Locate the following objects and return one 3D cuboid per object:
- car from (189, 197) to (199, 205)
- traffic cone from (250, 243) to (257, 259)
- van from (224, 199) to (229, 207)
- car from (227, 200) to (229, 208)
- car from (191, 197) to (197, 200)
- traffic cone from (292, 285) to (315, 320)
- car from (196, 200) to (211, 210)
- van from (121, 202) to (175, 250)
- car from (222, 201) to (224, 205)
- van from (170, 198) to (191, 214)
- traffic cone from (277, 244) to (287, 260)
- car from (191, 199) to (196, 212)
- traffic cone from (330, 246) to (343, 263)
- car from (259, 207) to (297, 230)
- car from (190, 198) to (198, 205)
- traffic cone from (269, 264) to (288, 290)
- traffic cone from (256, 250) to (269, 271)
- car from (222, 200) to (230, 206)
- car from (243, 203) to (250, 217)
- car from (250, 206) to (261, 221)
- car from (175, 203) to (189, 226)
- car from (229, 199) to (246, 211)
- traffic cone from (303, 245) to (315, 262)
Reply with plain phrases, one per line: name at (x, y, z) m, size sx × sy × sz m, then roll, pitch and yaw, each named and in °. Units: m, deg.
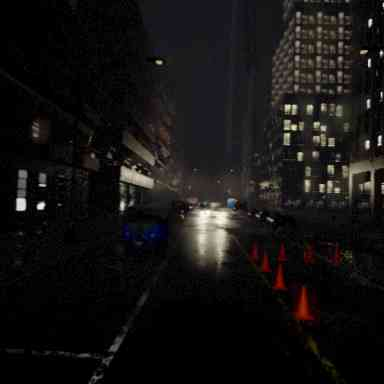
car at (0.477, 2.254, 83.044) m, size 2.192 × 1.841 × 5.009 m, roll 3°, pitch -1°, yaw 2°
traffic cone at (2.373, 2.191, 12.447) m, size 0.340 × 0.580 × 0.340 m, roll 2°, pitch -1°, yaw 2°
van at (8.450, 2.449, 71.237) m, size 1.690 × 1.788 × 3.998 m, roll 3°, pitch -1°, yaw 2°
car at (8.029, 2.523, 59.847) m, size 2.008 × 1.369 × 4.403 m, roll 3°, pitch -1°, yaw 2°
car at (0.077, 2.122, 71.656) m, size 2.192 × 1.841 × 5.009 m, roll 3°, pitch -1°, yaw 2°
traffic cone at (2.163, 2.113, 6.451) m, size 0.340 × 0.580 × 0.340 m, roll 2°, pitch -1°, yaw 2°
car at (2.189, 2.209, 55.960) m, size 2.128 × 1.511 × 4.902 m, roll 2°, pitch -1°, yaw 2°
van at (-1.923, 1.447, 14.705) m, size 1.690 × 1.788 × 3.998 m, roll 3°, pitch -1°, yaw 2°
car at (8.604, 2.739, 76.929) m, size 1.947 × 1.339 × 4.313 m, roll 3°, pitch -1°, yaw 2°
van at (-1.323, 1.666, 31.792) m, size 1.690 × 1.788 × 3.998 m, roll 3°, pitch -1°, yaw 2°
traffic cone at (3.371, 2.227, 12.412) m, size 0.340 × 0.580 × 0.340 m, roll 2°, pitch -1°, yaw 2°
car at (-0.936, 2.017, 43.179) m, size 2.008 × 1.369 × 4.403 m, roll 3°, pitch -1°, yaw 2°
traffic cone at (5.369, 2.300, 12.341) m, size 0.340 × 0.580 × 0.340 m, roll 2°, pitch -1°, yaw 2°
car at (6.831, 2.104, 25.682) m, size 2.008 × 1.369 × 4.403 m, roll 3°, pitch -1°, yaw 2°
car at (0.670, 2.444, 88.739) m, size 1.967 × 1.590 × 4.097 m, roll 3°, pitch -1°, yaw 2°
traffic cone at (2.233, 2.139, 8.450) m, size 0.340 × 0.580 × 0.340 m, roll 2°, pitch -1°, yaw 2°
traffic cone at (2.303, 2.165, 10.449) m, size 0.340 × 0.580 × 0.340 m, roll 2°, pitch -1°, yaw 2°
car at (8.994, 2.886, 88.317) m, size 1.802 × 1.307 × 4.206 m, roll 3°, pitch -1°, yaw 2°
car at (7.231, 2.242, 37.070) m, size 1.887 × 1.381 × 4.507 m, roll 3°, pitch -1°, yaw 2°
car at (7.030, 2.177, 31.375) m, size 2.008 × 1.369 × 4.403 m, roll 3°, pitch -1°, yaw 2°
car at (-1.536, 1.819, 26.096) m, size 1.947 × 1.339 × 4.313 m, roll 3°, pitch -1°, yaw 2°
car at (7.842, 2.220, 54.155) m, size 2.192 × 1.841 × 5.009 m, roll 3°, pitch -1°, yaw 2°
traffic cone at (4.370, 2.264, 12.377) m, size 0.340 × 0.580 × 0.340 m, roll 2°, pitch -1°, yaw 2°
